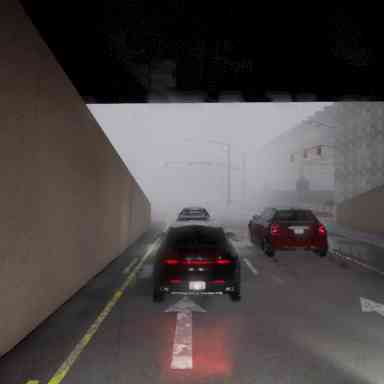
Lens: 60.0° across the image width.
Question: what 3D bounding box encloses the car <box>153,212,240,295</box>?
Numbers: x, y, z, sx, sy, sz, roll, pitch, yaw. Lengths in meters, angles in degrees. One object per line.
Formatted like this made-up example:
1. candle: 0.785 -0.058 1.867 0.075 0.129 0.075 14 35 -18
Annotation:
1. car: 0.107 1.507 8.701 1.837 1.490 4.892 0 0 0

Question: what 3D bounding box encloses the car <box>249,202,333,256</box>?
1. car: 3.615 1.353 13.312 2.097 1.767 4.553 0 0 0

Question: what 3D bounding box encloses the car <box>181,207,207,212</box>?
1. car: 0.112 1.550 18.768 2.033 1.411 5.357 0 0 2

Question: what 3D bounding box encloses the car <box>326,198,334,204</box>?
1. car: 17.615 1.457 40.585 4.974 1.542 2.038 0 0 -45

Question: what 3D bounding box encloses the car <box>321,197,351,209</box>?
1. car: 17.652 1.299 40.622 4.536 1.218 1.853 0 0 -45
